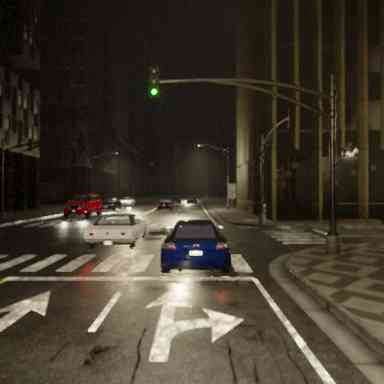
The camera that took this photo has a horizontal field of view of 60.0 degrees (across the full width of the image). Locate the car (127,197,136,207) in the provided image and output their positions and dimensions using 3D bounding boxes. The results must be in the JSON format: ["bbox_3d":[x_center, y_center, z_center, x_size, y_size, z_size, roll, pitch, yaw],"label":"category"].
[{"bbox_3d":[-9.798,1.511,50.555,1.812,1.442,4.674,0,0,0],"label":"car"}]

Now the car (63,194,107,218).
[{"bbox_3d":[-9.856,1.230,30.438,2.150,2.045,5.566,0,0,0],"label":"car"}]

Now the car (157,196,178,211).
[{"bbox_3d":[-3.160,1.545,40.479,2.033,1.411,5.357,0,0,0],"label":"car"}]

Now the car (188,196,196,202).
[{"bbox_3d":[-0.017,1.537,74.393,1.895,1.301,4.718,0,0,0],"label":"car"}]

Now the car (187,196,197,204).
[{"bbox_3d":[0.003,1.518,62.424,2.033,1.411,5.357,0,0,1],"label":"car"}]

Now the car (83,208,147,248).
[{"bbox_3d":[-3.154,1.613,14.706,1.895,1.301,4.718,0,0,0],"label":"car"}]

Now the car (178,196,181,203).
[{"bbox_3d":[-3.215,1.472,66.112,1.837,1.490,4.892,0,0,0],"label":"car"}]

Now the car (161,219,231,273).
[{"bbox_3d":[0.099,1.574,10.752,1.994,1.385,4.181,0,0,0],"label":"car"}]

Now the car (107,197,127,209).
[{"bbox_3d":[-9.848,1.489,40.511,2.128,1.511,4.902,0,0,0],"label":"car"}]

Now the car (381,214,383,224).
[{"bbox_3d":[13.565,1.170,18.314,5.566,2.045,2.150,0,-1,2],"label":"car"}]
